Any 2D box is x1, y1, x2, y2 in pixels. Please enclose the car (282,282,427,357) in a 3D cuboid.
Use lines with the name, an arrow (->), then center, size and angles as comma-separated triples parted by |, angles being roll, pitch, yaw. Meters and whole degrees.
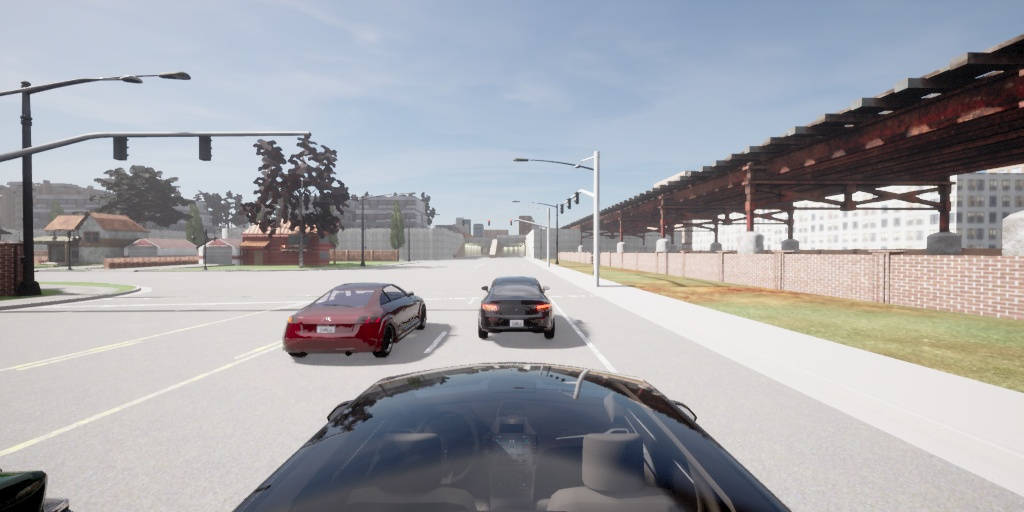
car -> -3.397, 1.315, 8.555 | 1.994, 1.385, 4.181 | 0, 0, 0

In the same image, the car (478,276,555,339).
car -> 0.105, 1.277, 10.018 | 1.812, 1.442, 4.674 | 0, 0, 0
